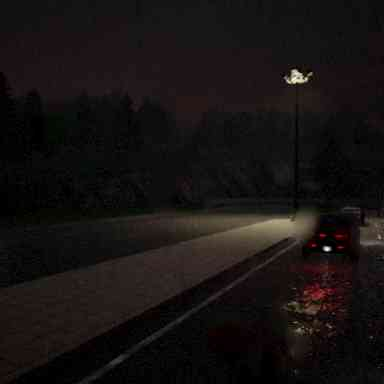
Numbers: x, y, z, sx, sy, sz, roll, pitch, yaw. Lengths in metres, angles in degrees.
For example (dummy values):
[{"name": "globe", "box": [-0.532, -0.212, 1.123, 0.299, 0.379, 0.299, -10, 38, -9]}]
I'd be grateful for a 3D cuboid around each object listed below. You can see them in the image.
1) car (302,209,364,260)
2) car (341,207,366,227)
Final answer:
[{"name": "car", "box": [5.654, 1.632, 13.214, 1.837, 1.490, 4.892, 0, 0, 28]}, {"name": "car", "box": [12.567, 1.862, 26.230, 1.895, 1.301, 4.718, 0, 0, 29]}]
